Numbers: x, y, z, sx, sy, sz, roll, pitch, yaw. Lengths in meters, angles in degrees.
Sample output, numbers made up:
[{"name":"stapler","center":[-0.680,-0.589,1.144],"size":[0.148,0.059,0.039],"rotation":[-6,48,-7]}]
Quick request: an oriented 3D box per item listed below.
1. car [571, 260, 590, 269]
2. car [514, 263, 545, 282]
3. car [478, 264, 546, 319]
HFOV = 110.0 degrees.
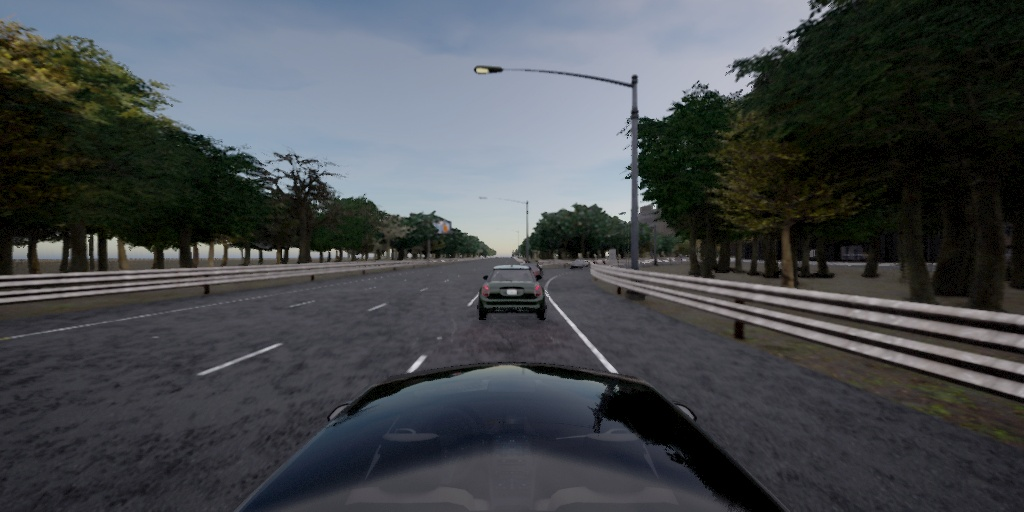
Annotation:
[{"name":"car","center":[10.559,1.304,55.187],"size":[1.994,1.385,4.181],"rotation":[0,0,28]},{"name":"car","center":[1.541,1.314,29.865],"size":[1.994,1.385,4.181],"rotation":[0,0,11]},{"name":"car","center":[0.018,1.102,12.906],"size":[2.097,1.767,4.553],"rotation":[0,0,1]}]
